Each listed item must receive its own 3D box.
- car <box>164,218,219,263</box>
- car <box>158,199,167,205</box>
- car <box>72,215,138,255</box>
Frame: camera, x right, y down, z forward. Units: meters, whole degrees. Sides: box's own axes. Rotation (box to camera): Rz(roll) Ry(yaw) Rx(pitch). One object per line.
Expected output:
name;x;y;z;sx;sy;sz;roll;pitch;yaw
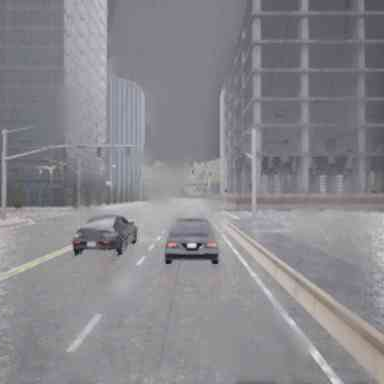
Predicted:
car;0.007;1.680;12.514;2.033;1.411;5.357;0;-1;0
car;-7.030;2.357;79.784;2.128;1.511;4.902;0;-1;0
car;-3.480;1.671;13.883;1.812;1.442;4.674;0;0;0
